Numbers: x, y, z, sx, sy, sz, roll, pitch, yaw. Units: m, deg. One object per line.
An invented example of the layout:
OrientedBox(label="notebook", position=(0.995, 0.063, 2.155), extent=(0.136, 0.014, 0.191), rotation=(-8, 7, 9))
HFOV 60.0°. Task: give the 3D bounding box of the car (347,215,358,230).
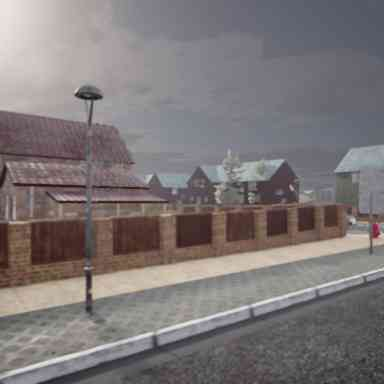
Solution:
OrientedBox(label="car", position=(8.938, 1.810, 23.273), extent=(2.128, 1.511, 4.902), rotation=(1, -2, -36))
